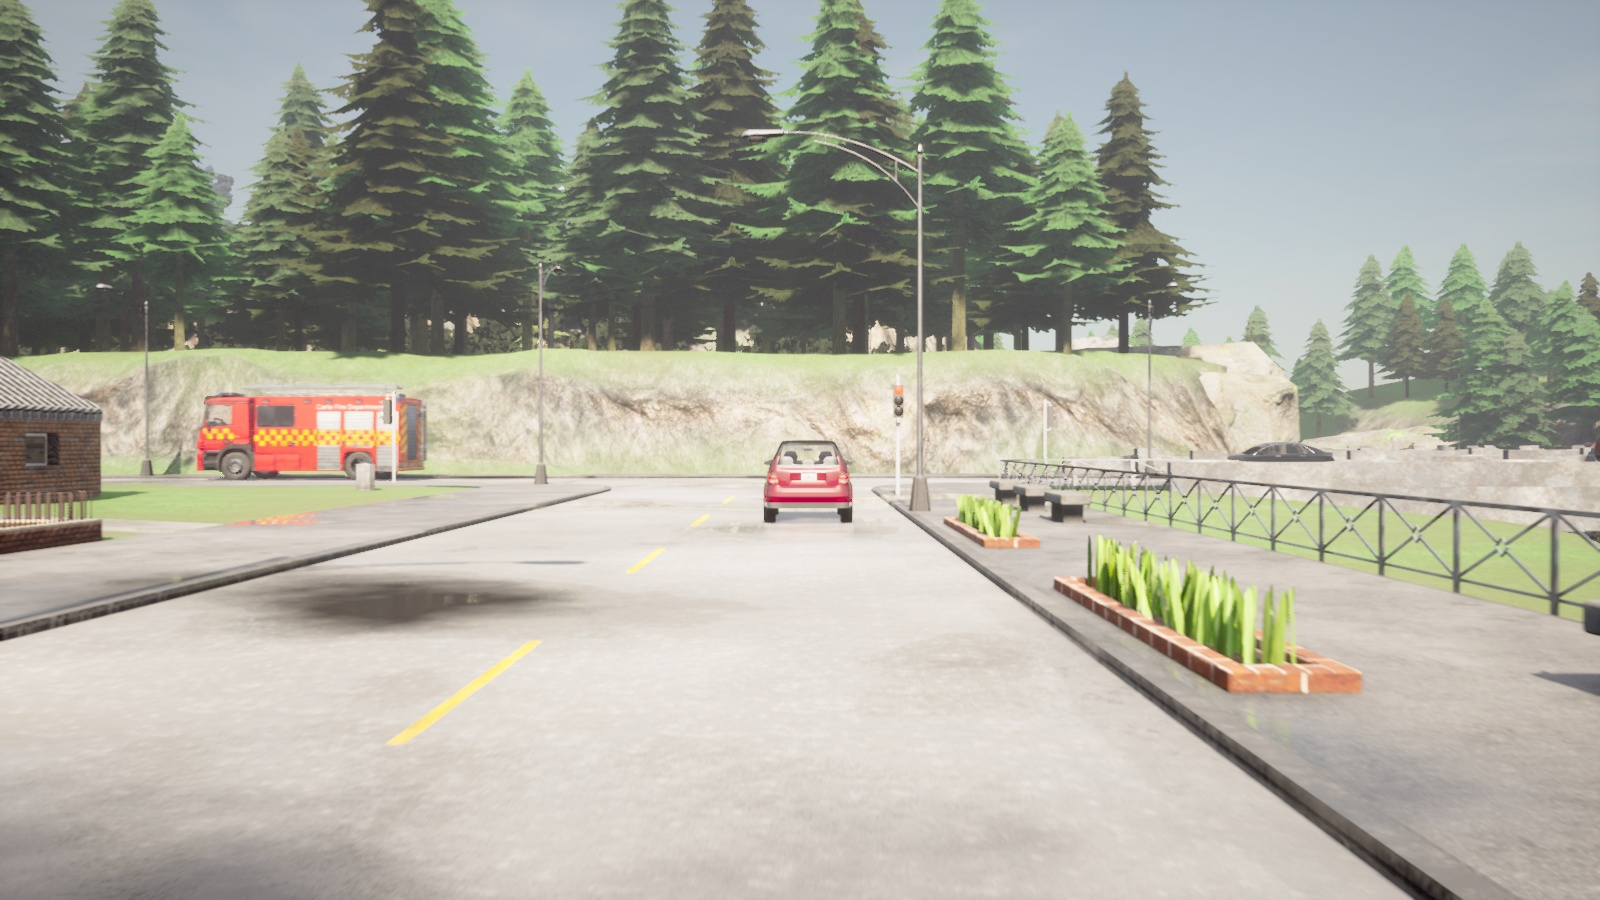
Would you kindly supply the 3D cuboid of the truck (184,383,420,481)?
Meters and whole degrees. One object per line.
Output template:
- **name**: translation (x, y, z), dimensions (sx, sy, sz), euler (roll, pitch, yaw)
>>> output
- **truck**: translation (-20.073, -0.721, 50.897), dimensions (8.468, 3.827, 2.891), euler (0, 0, 3)

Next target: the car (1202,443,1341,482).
- **car**: translation (18.974, 0.483, 50.648), dimensions (4.892, 1.490, 1.837), euler (0, 0, 0)

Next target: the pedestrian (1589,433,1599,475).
- **pedestrian**: translation (35.629, 0.171, 55.689), dimensions (0.899, 1.844, 0.634), euler (0, 0, -14)

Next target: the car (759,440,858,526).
- **car**: translation (0.157, 0.587, 24.533), dimensions (1.789, 1.549, 3.705), euler (0, 0, 0)
